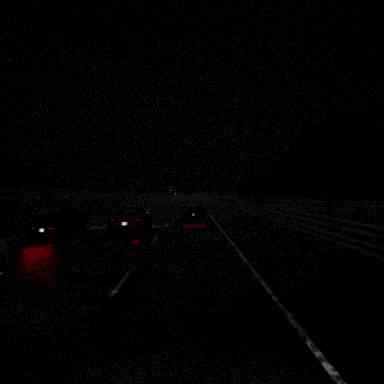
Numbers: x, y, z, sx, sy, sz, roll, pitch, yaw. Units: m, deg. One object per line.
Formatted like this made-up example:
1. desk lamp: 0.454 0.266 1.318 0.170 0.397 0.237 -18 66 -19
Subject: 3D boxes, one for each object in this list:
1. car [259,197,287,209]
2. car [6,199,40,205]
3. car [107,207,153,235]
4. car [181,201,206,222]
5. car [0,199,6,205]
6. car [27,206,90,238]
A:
1. car: 10.434 1.374 42.978 1.812 1.442 4.674 0 -1 -19
2. car: -17.500 1.518 35.687 1.812 1.442 4.674 0 0 0
3. car: -3.397 1.556 18.719 1.994 1.385 4.181 0 0 0
4. car: 0.105 1.468 26.595 1.882 1.535 5.008 0 0 0
5. car: -20.994 1.493 36.312 2.128 1.511 4.902 0 0 0
6. car: -6.896 1.498 17.690 1.837 1.490 4.892 0 0 0
